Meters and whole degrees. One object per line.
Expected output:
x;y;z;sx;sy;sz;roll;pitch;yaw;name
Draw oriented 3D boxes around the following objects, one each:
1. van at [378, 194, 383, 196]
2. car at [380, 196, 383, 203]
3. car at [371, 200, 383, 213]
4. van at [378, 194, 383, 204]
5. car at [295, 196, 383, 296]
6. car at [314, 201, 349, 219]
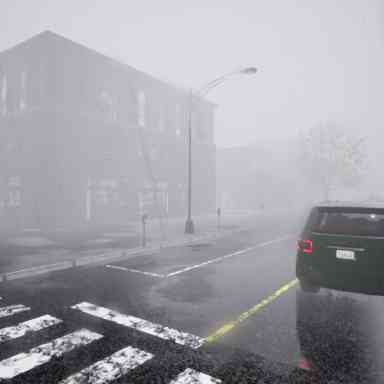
28.507;1.354;52.304;1.690;1.788;3.998;1;1;35;van
41.293;1.561;70.418;2.008;1.369;4.403;1;1;35;car
22.132;1.613;38.632;1.895;1.301;4.718;0;0;35;car
38.098;1.353;65.888;1.690;1.788;3.998;1;1;35;van
4.312;1.224;8.193;2.150;2.045;5.566;0;0;35;car
12.518;1.575;29.665;1.947;1.339;4.313;1;0;35;car
